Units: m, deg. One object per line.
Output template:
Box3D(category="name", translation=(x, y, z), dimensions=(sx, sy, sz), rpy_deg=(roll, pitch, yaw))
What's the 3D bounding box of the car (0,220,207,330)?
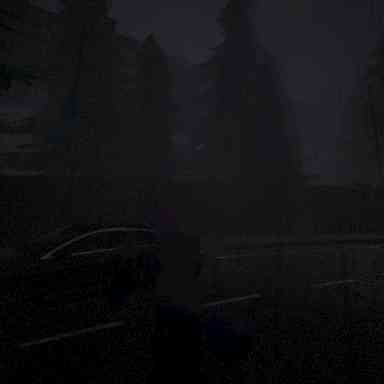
Box3D(category="car", translation=(-2.003, 1.342, 6.581), dimensions=(4.902, 1.511, 2.128), rpy_deg=(1, 1, -33))
